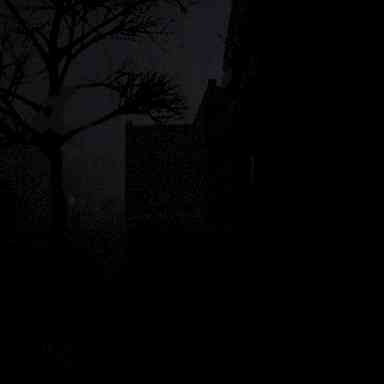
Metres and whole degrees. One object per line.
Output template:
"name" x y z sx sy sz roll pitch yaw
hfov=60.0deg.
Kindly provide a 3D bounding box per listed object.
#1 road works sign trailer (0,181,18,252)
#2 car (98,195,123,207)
"road works sign trailer" -7.743 0.942 10.855 3.560 2.380 2.880 -4 2 -9
"car" -14.457 1.561 59.459 2.150 2.045 5.566 1 0 19
